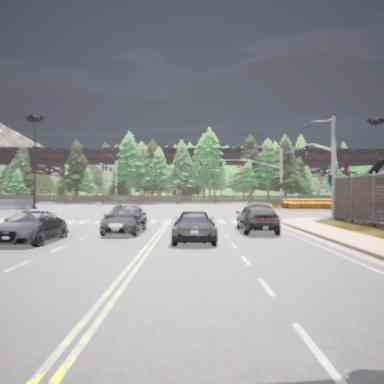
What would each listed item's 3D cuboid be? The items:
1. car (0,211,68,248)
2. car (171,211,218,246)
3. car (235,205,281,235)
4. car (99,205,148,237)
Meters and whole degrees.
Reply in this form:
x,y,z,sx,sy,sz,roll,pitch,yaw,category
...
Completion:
x,y,z,sx,sy,sz,roll,pitch,yaw,category
-7.060,1.545,14.620,1.994,1.385,4.181,0,0,0,car
0.102,1.544,15.142,1.994,1.385,4.181,0,0,0,car
3.615,1.480,18.598,1.837,1.490,4.892,0,0,1,car
-3.534,1.468,17.879,2.128,1.511,4.902,0,0,1,car
